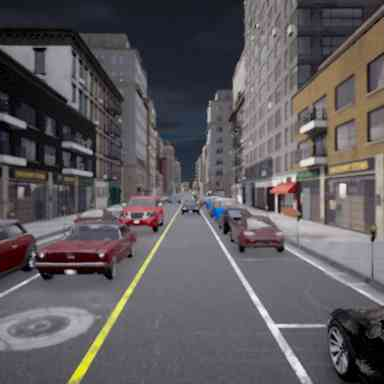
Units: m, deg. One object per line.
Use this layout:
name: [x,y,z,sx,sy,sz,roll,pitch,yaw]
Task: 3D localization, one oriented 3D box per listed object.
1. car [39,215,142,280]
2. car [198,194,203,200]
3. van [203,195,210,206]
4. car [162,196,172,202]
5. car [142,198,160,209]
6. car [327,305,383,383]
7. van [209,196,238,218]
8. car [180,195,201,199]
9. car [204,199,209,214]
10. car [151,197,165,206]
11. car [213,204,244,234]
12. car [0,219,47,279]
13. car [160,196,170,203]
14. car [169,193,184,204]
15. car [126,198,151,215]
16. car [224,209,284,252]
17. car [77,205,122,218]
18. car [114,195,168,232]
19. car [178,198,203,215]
car: [-2.921,1.615,10.174,1.895,1.301,4.718,0,0,0]
car: [2.244,1.516,52.160,1.967,1.590,4.097,0,0,0]
van: [2.370,1.382,35.628,1.690,1.788,3.998,0,0,0]
car: [-5.993,1.711,79.652,1.947,1.339,4.313,0,0,0]
car: [-5.739,1.629,46.587,2.008,1.369,4.403,0,0,0]
car: [2.626,1.563,2.564,1.947,1.339,4.313,0,0,0]
van: [2.456,1.363,24.607,1.690,1.788,3.998,0,0,0]
car: [-0.253,1.561,47.053,2.128,1.511,4.902,0,0,0]
car: [2.413,1.582,30.117,2.008,1.369,4.403,0,0,0]
car: [-5.823,1.646,57.609,1.887,1.381,4.507,0,0,0]
car: [2.498,1.580,19.097,1.947,1.339,4.313,0,0,0]
car: [-5.441,1.457,8.013,1.967,1.590,4.097,0,0,0]
car: [-5.950,1.680,74.142,1.887,1.381,4.507,0,0,0]
car: [-3.247,1.390,65.615,2.150,2.045,5.566,0,0,0]
car: [-5.654,1.496,35.566,1.967,1.590,4.097,0,0,0]
car: [2.541,1.589,13.586,1.802,1.307,4.206,0,0,0]
car: [-5.526,1.611,19.034,1.802,1.307,4.206,0,0,0]
car: [-2.976,1.248,20.727,2.150,2.045,5.566,0,0,0]
car: [-0.155,1.645,34.771,1.895,1.301,4.718,0,0,0]
